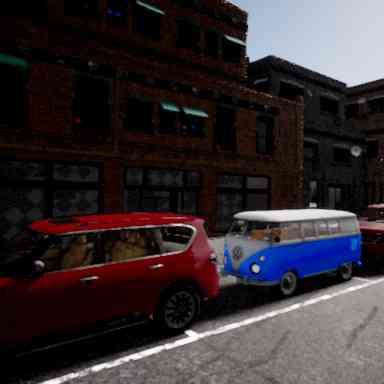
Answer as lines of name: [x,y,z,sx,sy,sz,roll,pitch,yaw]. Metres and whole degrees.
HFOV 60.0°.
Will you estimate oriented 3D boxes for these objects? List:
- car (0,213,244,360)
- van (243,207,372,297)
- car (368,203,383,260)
car: [-1.819,1.319,5.239,5.009,1.841,2.192,0,1,-35]
van: [2.585,1.357,8.376,3.998,1.788,1.690,0,1,-35]
car: [6.989,1.342,11.513,5.009,1.841,2.192,0,1,-35]
